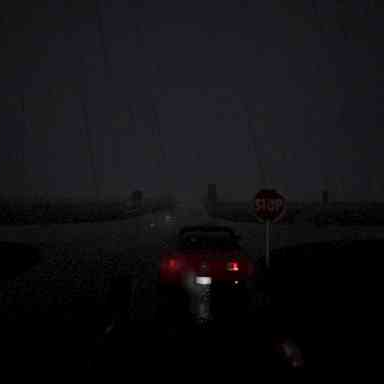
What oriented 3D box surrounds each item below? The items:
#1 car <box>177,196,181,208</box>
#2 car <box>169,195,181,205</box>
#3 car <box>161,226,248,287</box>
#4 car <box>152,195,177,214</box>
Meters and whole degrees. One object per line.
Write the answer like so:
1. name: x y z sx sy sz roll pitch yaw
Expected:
1. car: -2.870 1.417 44.189 1.837 1.490 4.892 0 0 0
2. car: -2.855 1.343 56.872 1.882 1.535 5.008 0 1 0
3. car: 0.444 1.592 9.287 1.895 1.301 4.718 0 0 5
4. car: -2.902 1.421 34.094 1.882 1.535 5.008 0 0 1
